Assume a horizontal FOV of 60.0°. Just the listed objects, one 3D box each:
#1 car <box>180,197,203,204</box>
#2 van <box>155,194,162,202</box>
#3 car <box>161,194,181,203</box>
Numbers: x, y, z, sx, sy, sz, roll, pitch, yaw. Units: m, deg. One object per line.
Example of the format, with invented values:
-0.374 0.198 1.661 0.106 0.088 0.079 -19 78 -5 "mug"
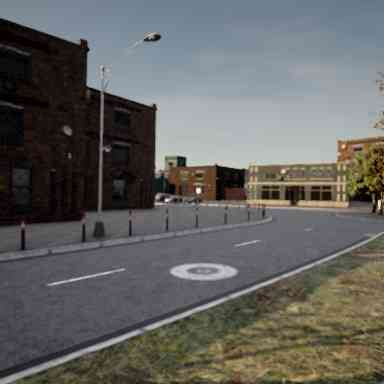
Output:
0.400 1.764 69.774 2.163 1.488 4.792 1 -1 36 "car"
-6.359 1.367 74.656 1.878 1.987 4.442 1 0 36 "van"
-3.934 1.523 73.049 2.185 1.767 4.553 1 0 36 "car"
